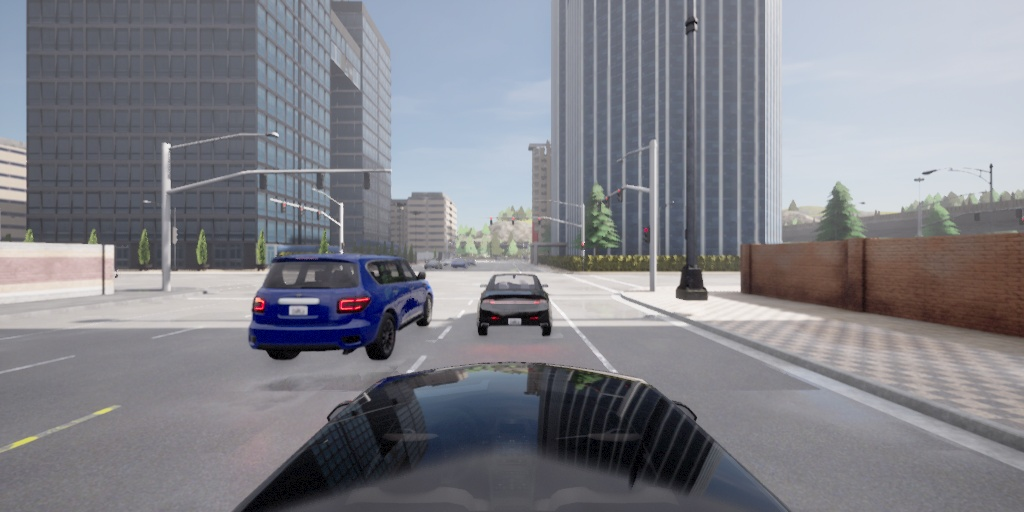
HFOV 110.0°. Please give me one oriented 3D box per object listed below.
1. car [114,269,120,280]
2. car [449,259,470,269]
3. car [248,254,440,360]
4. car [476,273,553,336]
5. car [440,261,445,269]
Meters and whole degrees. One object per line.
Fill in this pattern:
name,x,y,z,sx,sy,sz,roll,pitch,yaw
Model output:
car,-33.289,1.238,27.624,4.902,1.511,2.128,0,0,0
car,-7.939,1.221,54.710,1.882,1.535,5.008,0,0,-1
car,-3.435,0.971,8.465,2.150,2.045,5.566,0,0,0
car,0.066,1.241,10.380,2.128,1.511,4.902,0,0,0
car,-11.379,1.271,51.747,1.812,1.442,4.674,0,0,-1
